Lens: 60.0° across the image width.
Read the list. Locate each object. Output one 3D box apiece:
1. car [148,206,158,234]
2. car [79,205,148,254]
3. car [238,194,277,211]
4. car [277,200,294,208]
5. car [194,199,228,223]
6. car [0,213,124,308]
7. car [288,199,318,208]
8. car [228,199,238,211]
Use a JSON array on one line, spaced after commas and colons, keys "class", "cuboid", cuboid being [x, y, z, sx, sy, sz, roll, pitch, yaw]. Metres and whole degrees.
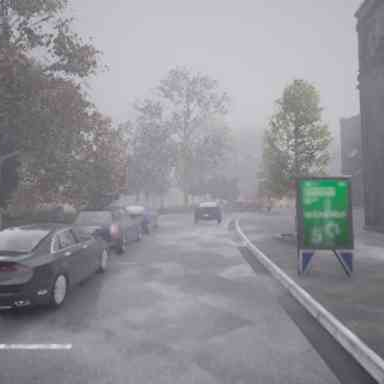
[{"class": "car", "cuboid": [-3.168, 1.471, 19.308, 2.097, 1.535, 5.008, 0, 0, 2]}, {"class": "car", "cuboid": [-3.407, 1.352, 13.605, 2.185, 1.767, 4.553, -1, 0, 2]}, {"class": "car", "cuboid": [8.315, 1.258, 41.623, 2.150, 2.045, 5.566, -3, -2, 33]}, {"class": "car", "cuboid": [14.472, 1.919, 53.850, 5.008, 1.535, 2.097, 1, -4, -40]}, {"class": "car", "cuboid": [1.398, 1.410, 24.895, 1.882, 1.535, 5.008, -1, 0, 10]}, {"class": "car", "cuboid": [-3.407, 1.487, 7.897, 2.231, 1.521, 4.892, 0, 0, 2]}, {"class": "car", "cuboid": [19.123, 1.982, 57.214, 4.892, 1.521, 2.231, 1, -4, -32]}, {"class": "car", "cuboid": [3.398, 1.624, 40.858, 2.231, 1.521, 4.892, -2, -1, 29]}]
